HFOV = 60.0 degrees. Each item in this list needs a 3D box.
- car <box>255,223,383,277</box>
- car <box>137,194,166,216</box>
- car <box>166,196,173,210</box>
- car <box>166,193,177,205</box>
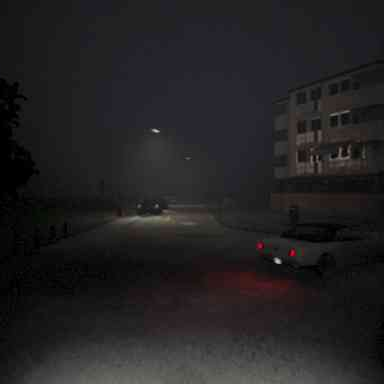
[{"bbox_3d":[4.352,1.599,10.116,4.718,1.301,1.895,0,0,-26],"label":"car"},{"bbox_3d":[-4.084,1.348,32.850,2.097,1.767,4.553,0,0,0],"label":"car"},{"bbox_3d":[-4.072,1.542,43.465,2.033,1.411,5.357,0,0,0],"label":"car"},{"bbox_3d":[-4.000,1.215,61.252,2.150,2.045,5.566,0,0,0],"label":"car"}]
